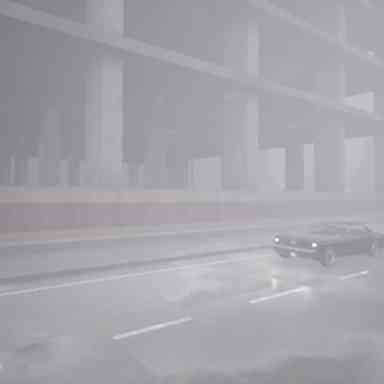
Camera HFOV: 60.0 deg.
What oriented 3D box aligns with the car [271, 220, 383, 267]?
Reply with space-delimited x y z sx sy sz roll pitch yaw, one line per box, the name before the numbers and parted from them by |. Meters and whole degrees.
car | 5.044 1.724 12.008 4.718 1.301 1.895 1 0 -36
